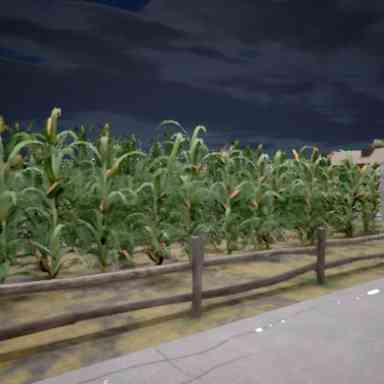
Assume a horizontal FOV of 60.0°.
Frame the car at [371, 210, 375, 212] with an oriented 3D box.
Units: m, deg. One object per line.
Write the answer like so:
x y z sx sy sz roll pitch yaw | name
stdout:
14.221 1.454 30.719 1.837 1.490 4.892 -2 2 -35 | car
